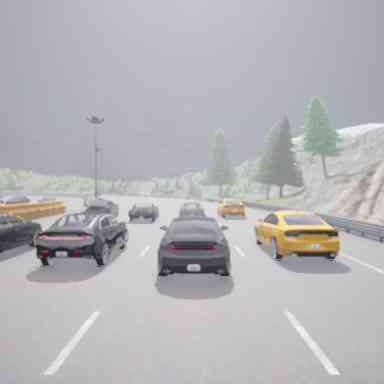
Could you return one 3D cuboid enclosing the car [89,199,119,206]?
[{"bbox_3d":[-7.124,1.363,26.825,1.837,1.490,4.892,0,1,-2],"label":"car"}]

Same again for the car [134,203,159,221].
[{"bbox_3d":[-3.568,1.466,25.333,1.895,1.301,4.718,0,0,-1],"label":"car"}]

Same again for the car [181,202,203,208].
[{"bbox_3d":[-0.026,1.425,23.027,2.033,1.411,5.357,0,0,0],"label":"car"}]

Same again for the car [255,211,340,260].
[{"bbox_3d":[3.576,1.413,12.168,1.882,1.535,5.008,0,0,0],"label":"car"}]

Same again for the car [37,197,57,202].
[{"bbox_3d":[-19.594,1.358,45.331,1.895,1.301,4.718,0,0,-9],"label":"car"}]

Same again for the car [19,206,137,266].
[{"bbox_3d":[-3.428,1.430,11.215,2.128,1.511,4.902,0,0,0],"label":"car"}]

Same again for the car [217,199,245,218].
[{"bbox_3d":[3.304,1.325,28.788,1.882,1.535,5.008,0,1,-2],"label":"car"}]

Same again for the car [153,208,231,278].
[{"bbox_3d":[0.063,1.452,9.977,1.837,1.490,4.892,0,1,0],"label":"car"}]

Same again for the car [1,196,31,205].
[{"bbox_3d":[-22.969,1.240,44.156,1.882,1.535,5.008,0,0,-9],"label":"car"}]

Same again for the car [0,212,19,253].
[{"bbox_3d":[-6.927,1.429,11.512,2.128,1.511,4.902,0,0,0],"label":"car"}]
